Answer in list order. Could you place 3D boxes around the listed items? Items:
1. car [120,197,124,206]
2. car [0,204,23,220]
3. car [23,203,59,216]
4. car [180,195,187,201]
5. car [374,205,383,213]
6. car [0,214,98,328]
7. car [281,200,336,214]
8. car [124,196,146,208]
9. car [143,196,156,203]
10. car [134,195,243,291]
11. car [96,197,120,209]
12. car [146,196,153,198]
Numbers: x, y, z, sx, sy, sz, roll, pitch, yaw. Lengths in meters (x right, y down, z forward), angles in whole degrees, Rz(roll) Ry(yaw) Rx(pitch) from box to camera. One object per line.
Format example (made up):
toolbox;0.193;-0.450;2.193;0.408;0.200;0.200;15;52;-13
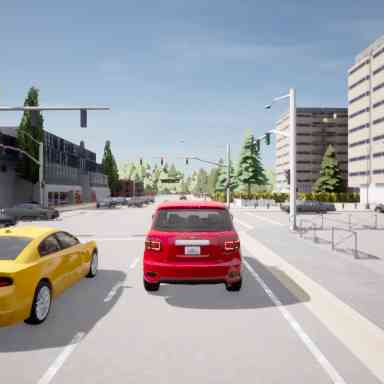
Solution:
car;-12.063;1.547;56.111;2.033;1.411;5.357;0;0;-1
car;-12.968;1.547;20.471;5.357;1.411;2.033;0;0;34
car;-12.654;1.564;25.997;4.181;1.385;1.994;0;0;-3
car;-2.336;1.524;87.193;1.812;1.442;4.674;0;0;-2
car;22.167;1.547;34.885;5.357;1.411;2.033;0;0;-2
car;-3.478;1.478;7.125;1.882;1.535;5.008;0;0;0
car;12.084;1.547;34.580;5.357;1.411;2.033;0;0;-2
car;-8.390;1.505;49.279;1.837;1.490;4.892;0;0;-2
car;-8.862;1.540;69.854;2.033;1.411;5.357;0;0;-2
car;0.016;1.221;9.112;2.150;2.045;5.566;0;0;0
car;-11.793;1.492;45.859;2.128;1.511;4.902;0;0;-2
car;-8.648;1.492;59.490;2.128;1.511;4.902;0;0;-1
